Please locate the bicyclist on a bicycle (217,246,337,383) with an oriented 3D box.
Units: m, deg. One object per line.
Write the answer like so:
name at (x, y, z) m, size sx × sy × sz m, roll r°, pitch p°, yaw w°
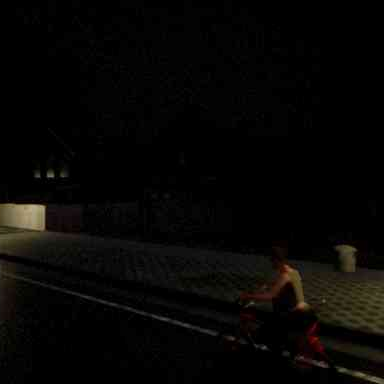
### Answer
bicyclist on a bicycle at (0.934, 1.442, 3.952) m, size 1.509 × 1.612 × 0.866 m, roll 0°, pitch 0°, yaw 36°
